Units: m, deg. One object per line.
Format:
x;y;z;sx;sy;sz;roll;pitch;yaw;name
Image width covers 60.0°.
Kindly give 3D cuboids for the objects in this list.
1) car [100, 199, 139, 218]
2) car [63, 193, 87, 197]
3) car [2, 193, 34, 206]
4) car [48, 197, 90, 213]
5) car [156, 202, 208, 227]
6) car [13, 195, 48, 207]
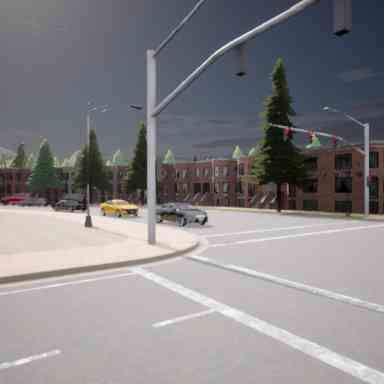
-6.787;1.472;30.864;1.882;1.535;5.008;0;0;-40;car
-18.913;1.214;52.870;5.566;2.045;2.150;0;0;23;car
-29.033;1.217;55.923;5.566;2.045;2.150;0;0;10;car
-13.959;1.596;37.925;4.718;1.301;1.895;0;0;37;car
-0.858;1.486;23.064;2.128;1.511;4.902;0;0;-36;car
-24.170;1.543;51.137;5.357;1.411;2.033;0;0;17;car
